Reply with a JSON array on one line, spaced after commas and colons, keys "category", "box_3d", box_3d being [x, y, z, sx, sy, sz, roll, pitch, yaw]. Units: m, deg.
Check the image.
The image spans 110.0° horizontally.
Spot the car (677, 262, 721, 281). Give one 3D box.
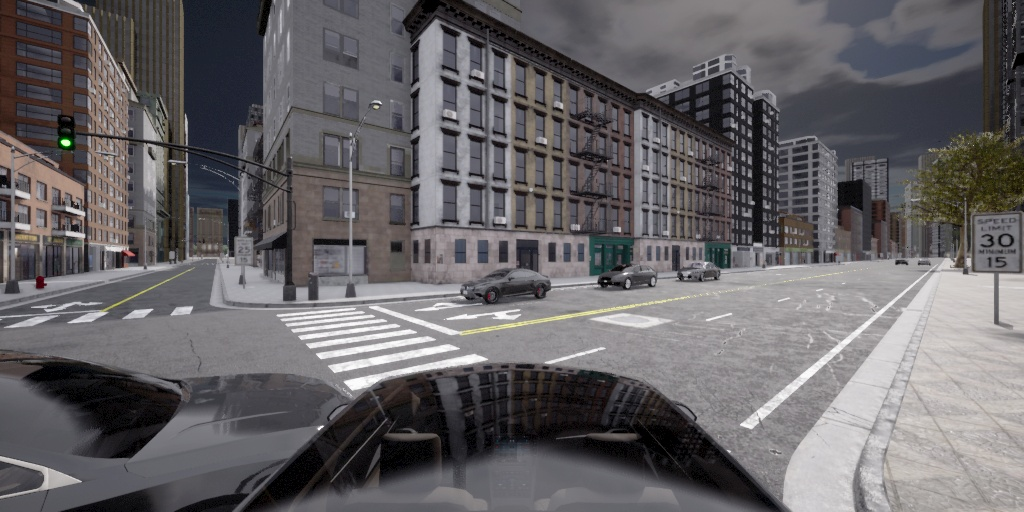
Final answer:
[{"category": "car", "box_3d": [15.420, 1.234, 29.482, 4.902, 1.511, 2.128, 0, 0, -39]}]

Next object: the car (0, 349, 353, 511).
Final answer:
[{"category": "car", "box_3d": [-3.237, 1.257, 1.661, 4.892, 1.490, 1.837, 0, 0, -35]}]

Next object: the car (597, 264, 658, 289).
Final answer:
[{"category": "car", "box_3d": [7.464, 1.256, 22.946, 4.892, 1.490, 1.837, 0, 0, -39]}]

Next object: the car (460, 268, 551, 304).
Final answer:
[{"category": "car", "box_3d": [-0.176, 1.285, 16.658, 4.674, 1.442, 1.812, 0, 0, -39]}]
